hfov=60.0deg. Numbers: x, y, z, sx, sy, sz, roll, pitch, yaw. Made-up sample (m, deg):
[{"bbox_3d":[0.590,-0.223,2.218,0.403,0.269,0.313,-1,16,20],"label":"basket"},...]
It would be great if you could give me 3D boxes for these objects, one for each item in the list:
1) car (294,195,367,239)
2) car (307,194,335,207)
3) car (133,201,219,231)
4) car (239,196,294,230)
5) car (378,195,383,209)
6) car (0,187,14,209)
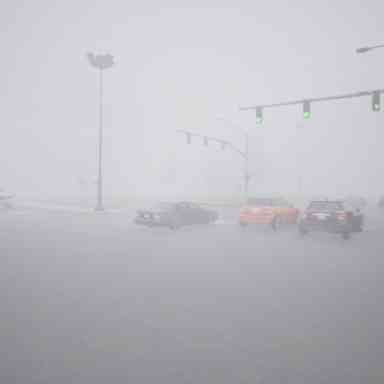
[{"bbox_3d":[6.897,1.112,16.153,2.097,1.767,4.553,2,1,36],"label":"car"},{"bbox_3d":[15.462,1.002,39.737,1.895,1.301,4.718,2,1,36],"label":"car"},{"bbox_3d":[-0.660,1.167,17.683,2.033,1.411,5.357,2,1,36],"label":"car"},{"bbox_3d":[4.504,1.023,18.808,2.097,1.767,4.553,2,1,36],"label":"car"},{"bbox_3d":[21.652,1.065,36.343,1.837,1.490,4.892,2,1,36],"label":"car"},{"bbox_3d":[-17.409,0.383,28.276,5.566,2.045,2.150,2,1,36],"label":"car"}]
